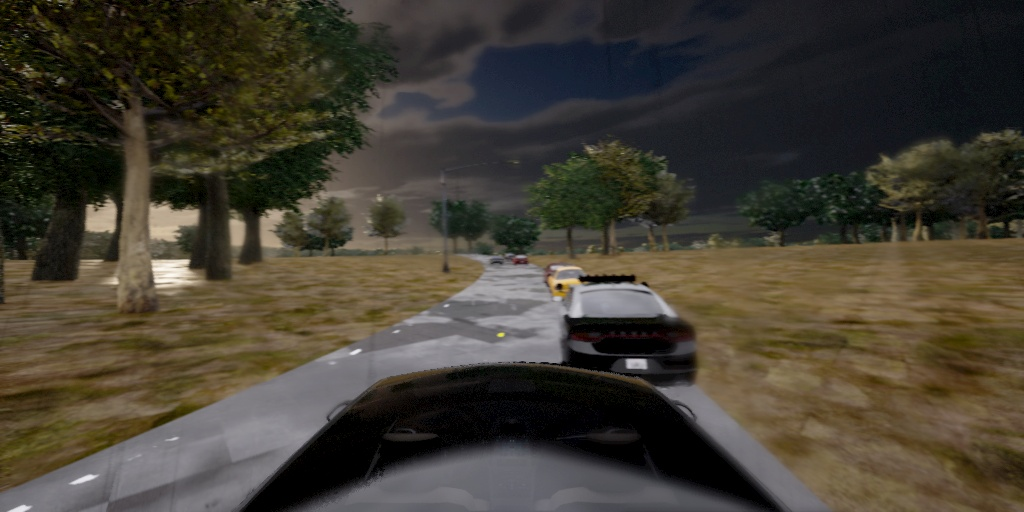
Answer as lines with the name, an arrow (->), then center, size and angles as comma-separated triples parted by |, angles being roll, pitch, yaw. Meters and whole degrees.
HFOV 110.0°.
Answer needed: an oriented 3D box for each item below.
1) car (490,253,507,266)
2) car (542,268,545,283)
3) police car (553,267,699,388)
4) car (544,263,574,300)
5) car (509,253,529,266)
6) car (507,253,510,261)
car -> -2.341, 0.611, 52.968 | 2.033, 1.411, 5.357 | -1, 2, -7
car -> 2.999, 1.145, 23.166 | 1.812, 1.442, 4.674 | -2, 0, 2
police car -> 1.870, 1.175, 7.135 | 1.930, 1.638, 5.238 | -1, 0, 6
car -> 2.715, 1.161, 17.285 | 1.801, 1.575, 5.366 | -4, 1, 4
car -> 1.126, 0.565, 49.771 | 1.882, 1.535, 5.008 | -1, 2, -5
car -> -0.499, 0.230, 62.321 | 1.837, 1.490, 4.892 | -1, 2, -11
